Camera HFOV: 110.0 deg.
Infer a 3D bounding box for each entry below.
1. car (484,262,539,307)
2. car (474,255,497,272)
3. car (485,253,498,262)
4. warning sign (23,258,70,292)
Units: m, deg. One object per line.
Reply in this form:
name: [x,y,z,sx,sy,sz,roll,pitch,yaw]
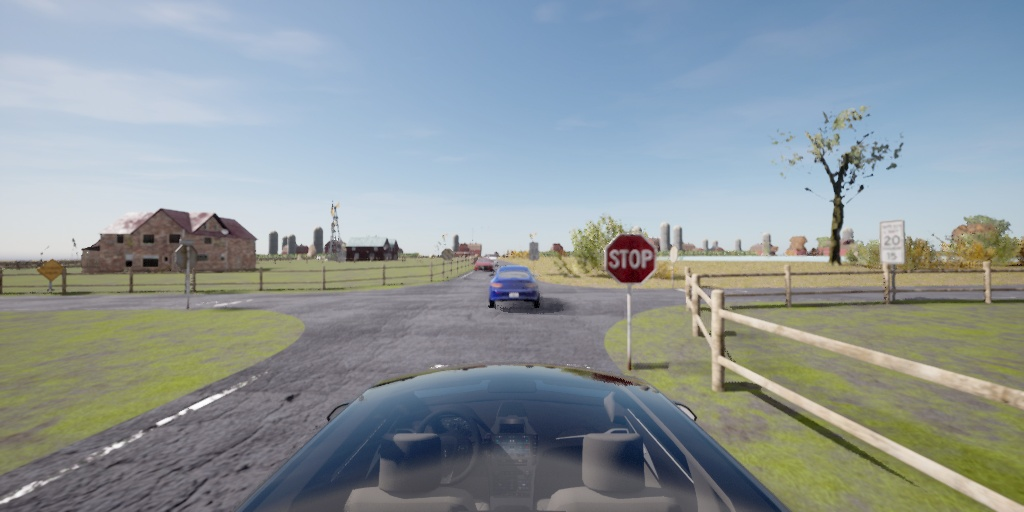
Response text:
car: [0.067,1.128,14.288,1.812,1.442,4.674,0,0,0]
car: [-2.946,0.929,38.765,1.882,1.535,5.008,0,0,0]
car: [-3.336,0.539,56.269,2.150,2.045,5.566,0,1,-2]
warning sign: [-25.821,1.065,20.059,1.060,1.860,1.300,0,0,-1]
